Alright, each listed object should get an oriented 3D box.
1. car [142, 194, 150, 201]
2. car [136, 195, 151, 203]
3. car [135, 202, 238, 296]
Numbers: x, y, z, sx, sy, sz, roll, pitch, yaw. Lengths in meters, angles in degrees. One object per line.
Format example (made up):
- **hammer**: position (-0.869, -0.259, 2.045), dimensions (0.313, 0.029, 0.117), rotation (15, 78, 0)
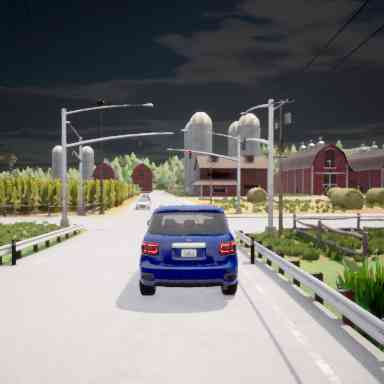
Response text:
- **car**: position (-9.791, 1.095, 71.019), dimensions (1.812, 1.442, 4.674), rotation (0, 1, -7)
- **car**: position (-6.407, 1.531, 43.820), dimensions (1.812, 1.442, 4.674), rotation (0, 1, -7)
- **car**: position (-0.110, 1.370, 9.166), dimensions (2.150, 2.045, 5.566), rotation (0, -2, -1)
